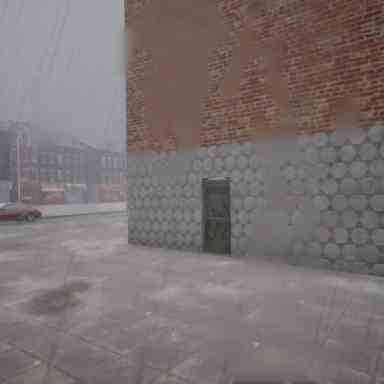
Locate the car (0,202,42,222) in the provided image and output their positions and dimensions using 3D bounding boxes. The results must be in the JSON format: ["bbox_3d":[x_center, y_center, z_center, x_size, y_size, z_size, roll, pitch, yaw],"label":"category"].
[{"bbox_3d":[-12.869,1.471,23.070,1.812,1.442,4.674,-2,0,37],"label":"car"}]
